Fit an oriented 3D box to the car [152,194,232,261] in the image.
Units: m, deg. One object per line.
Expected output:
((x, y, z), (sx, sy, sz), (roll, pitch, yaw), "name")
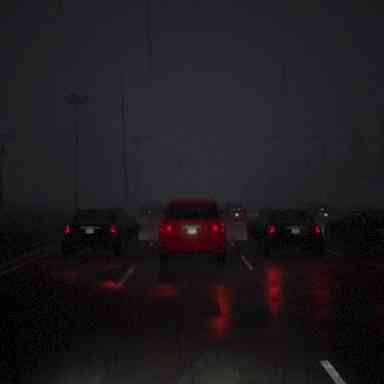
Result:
((0.029, 1.230, 12.378), (2.150, 2.045, 5.566), (0, 0, 0), "car")

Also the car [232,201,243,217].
((3.551, 1.522, 28.557), (1.837, 1.490, 4.892), (0, 0, 1), "car")

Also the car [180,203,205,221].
((0.045, 1.616, 27.919), (1.895, 1.301, 4.718), (0, 0, 1), "car")

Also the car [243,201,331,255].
((3.543, 1.359, 13.440), (2.097, 1.767, 4.553), (0, 0, 1), "car")

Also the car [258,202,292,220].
((7.053, 1.581, 28.700), (1.994, 1.385, 4.181), (0, 0, 0), "car")

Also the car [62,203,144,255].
((-3.457, 1.359, 13.441), (2.097, 1.767, 4.553), (0, 0, 1), "car")

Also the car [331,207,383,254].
((7.042, 1.499, 13.535), (2.128, 1.511, 4.902), (0, 0, 1), "car")

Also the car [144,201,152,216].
((-3.442, 1.494, 29.722), (1.882, 1.535, 5.008), (0, 0, 0), "car")

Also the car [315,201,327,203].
((10.551, 1.522, 28.554), (1.837, 1.490, 4.892), (0, 0, 1), "car")
